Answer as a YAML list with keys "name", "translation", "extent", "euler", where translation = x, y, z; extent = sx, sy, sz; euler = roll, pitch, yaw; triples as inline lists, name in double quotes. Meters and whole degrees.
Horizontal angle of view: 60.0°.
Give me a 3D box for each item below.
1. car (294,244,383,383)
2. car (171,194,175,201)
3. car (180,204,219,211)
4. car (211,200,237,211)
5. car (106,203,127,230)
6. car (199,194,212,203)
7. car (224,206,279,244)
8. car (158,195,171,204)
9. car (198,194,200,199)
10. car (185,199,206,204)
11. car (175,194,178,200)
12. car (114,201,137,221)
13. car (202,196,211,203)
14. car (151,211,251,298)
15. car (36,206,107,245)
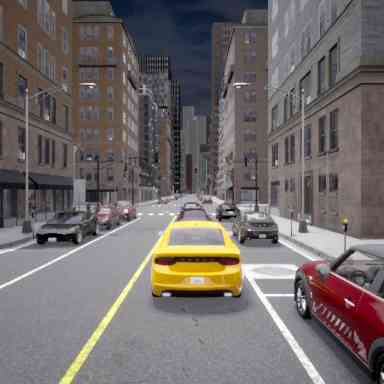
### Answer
- name: "car"
  translation: [2.858, 1.440, 4.662]
  extent: [1.967, 1.590, 4.097]
  euler: [0, 0, 0]
- name: "car"
  translation: [-5.580, 1.615, 74.591]
  extent: [2.008, 1.369, 4.403]
  euler: [0, 0, 0]
- name: "car"
  translation: [0.115, 1.565, 17.585]
  extent: [1.994, 1.385, 4.181]
  euler: [0, 0, 0]
- name: "car"
  translation: [2.868, 1.569, 26.667]
  extent: [1.947, 1.339, 4.313]
  euler: [0, 0, 0]
- name: "car"
  translation: [-5.660, 1.584, 21.170]
  extent: [1.802, 1.307, 4.206]
  euler: [0, 0, 0]
- name: "car"
  translation: [2.919, 1.483, 63.757]
  extent: [1.967, 1.590, 4.097]
  euler: [0, 0, 0]
- name: "car"
  translation: [2.863, 1.551, 15.664]
  extent: [2.008, 1.369, 4.403]
  euler: [0, 0, 0]
- name: "car"
  translation: [-5.605, 1.625, 63.774]
  extent: [1.802, 1.307, 4.206]
  euler: [0, 0, 0]
- name: "car"
  translation: [2.945, 1.615, 74.575]
  extent: [2.008, 1.369, 4.403]
  euler: [0, 0, 0]
- name: "car"
  translation: [0.012, 1.529, 26.396]
  extent: [1.812, 1.442, 4.674]
  euler: [0, 0, 2]
- name: "car"
  translation: [-5.544, 1.636, 90.647]
  extent: [1.752, 1.417, 4.829]
  euler: [0, 0, 0]
- name: "car"
  translation: [-5.657, 1.443, 26.671]
  extent: [1.967, 1.590, 4.097]
  euler: [0, 0, 0]
- name: "car"
  translation: [2.932, 1.578, 69.336]
  extent: [1.752, 1.417, 4.829]
  euler: [0, 0, 0]
- name: "car"
  translation: [0.098, 1.478, 8.591]
  extent: [1.882, 1.535, 5.008]
  euler: [0, 0, 0]
- name: "car"
  translation: [-5.662, 1.567, 15.668]
  extent: [1.947, 1.339, 4.313]
  euler: [0, 0, 0]
